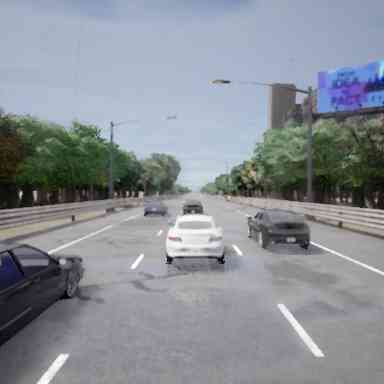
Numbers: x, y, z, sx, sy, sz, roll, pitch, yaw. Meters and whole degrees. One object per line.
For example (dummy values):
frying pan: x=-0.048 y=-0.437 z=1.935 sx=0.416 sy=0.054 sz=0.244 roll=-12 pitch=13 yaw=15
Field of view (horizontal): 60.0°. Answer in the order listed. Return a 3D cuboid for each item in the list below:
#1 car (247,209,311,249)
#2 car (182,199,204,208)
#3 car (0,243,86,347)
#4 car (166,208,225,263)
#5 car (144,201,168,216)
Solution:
car: x=3.599 y=1.489 z=14.483 sx=1.837 sy=1.490 sz=4.892 roll=0 pitch=0 yaw=0
car: x=0.102 y=1.471 z=31.527 sx=1.837 sy=1.490 sz=4.892 roll=0 pitch=0 yaw=0
car: x=-3.398 y=1.542 z=5.321 sx=2.033 sy=1.411 sz=5.357 roll=0 pitch=0 yaw=0
car: x=0.100 y=1.513 z=11.777 sx=1.812 sy=1.442 sz=4.674 roll=0 pitch=0 yaw=0
car: x=-3.398 y=1.529 z=31.996 sx=1.994 sy=1.385 sz=4.181 roll=0 pitch=0 yaw=0
